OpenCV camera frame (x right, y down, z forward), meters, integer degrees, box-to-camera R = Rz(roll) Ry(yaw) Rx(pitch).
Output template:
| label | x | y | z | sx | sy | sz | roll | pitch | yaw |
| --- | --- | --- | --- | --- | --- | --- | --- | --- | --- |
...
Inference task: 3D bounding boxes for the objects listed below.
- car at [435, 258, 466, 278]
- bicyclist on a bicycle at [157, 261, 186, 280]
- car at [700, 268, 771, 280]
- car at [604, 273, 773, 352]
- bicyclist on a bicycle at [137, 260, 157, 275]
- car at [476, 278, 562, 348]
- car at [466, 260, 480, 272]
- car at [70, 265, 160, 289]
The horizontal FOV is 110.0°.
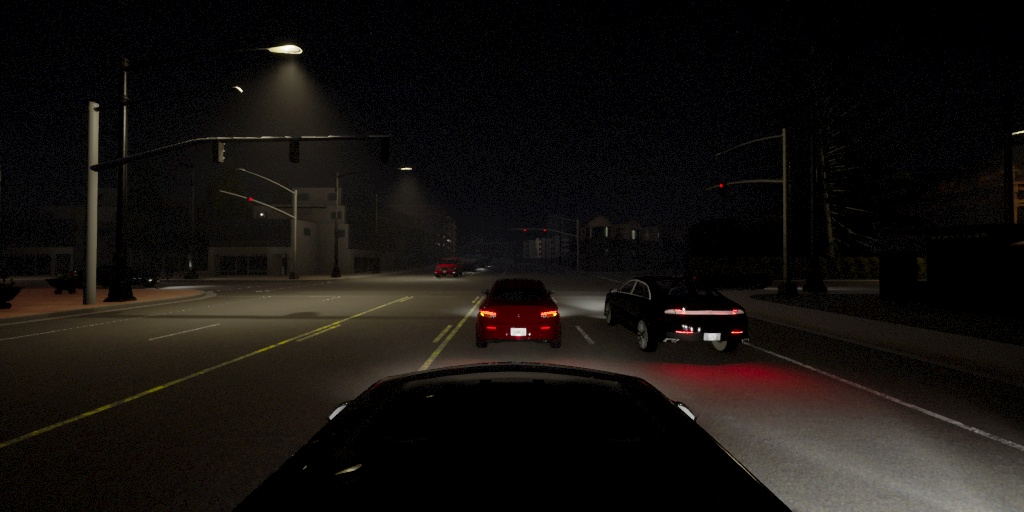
| label | x | y | z | sx | sy | sz | roll | pitch | yaw |
| --- | --- | --- | --- | --- | --- | --- | --- | --- | --- |
| car | -6.638 | 1.245 | 38.268 | 2.150 | 2.045 | 5.566 | 0 | -1 | 1 |
| bicyclist on a bicycle | -29.287 | 1.233 | 31.027 | 1.656 | 1.620 | 0.582 | 1 | -1 | -22 |
| car | 13.476 | 1.425 | 22.491 | 4.718 | 1.301 | 1.895 | 0 | -1 | 2 |
| car | 3.656 | 1.251 | 8.894 | 2.128 | 1.511 | 4.902 | 0 | 0 | 1 |
| bicyclist on a bicycle | -31.167 | 1.135 | 31.252 | 1.656 | 1.620 | 0.582 | 25 | 5 | -25 |
| car | 0.165 | 1.289 | 9.139 | 1.812 | 1.442 | 4.674 | 0 | 0 | 1 |
| car | -6.435 | 1.692 | 53.688 | 2.033 | 1.411 | 5.357 | 0 | 0 | 1 |
| car | -25.856 | 1.333 | 23.292 | 4.892 | 1.490 | 1.837 | 0 | -1 | 1 |
